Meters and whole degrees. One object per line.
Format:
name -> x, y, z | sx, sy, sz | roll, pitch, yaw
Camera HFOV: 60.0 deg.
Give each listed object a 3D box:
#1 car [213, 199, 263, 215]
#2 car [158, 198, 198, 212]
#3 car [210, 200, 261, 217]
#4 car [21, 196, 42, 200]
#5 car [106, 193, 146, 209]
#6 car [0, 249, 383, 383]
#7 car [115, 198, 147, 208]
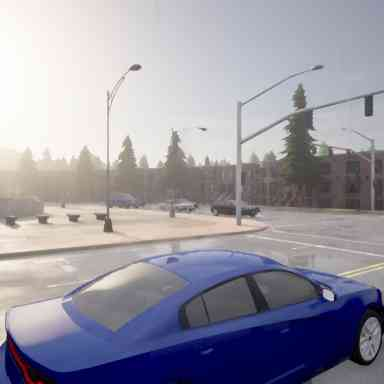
car -> 4.734, 1.547, 35.216 | 2.033, 1.411, 5.357 | 0, 0, -36
car -> -1.827, 1.601, 38.048 | 1.895, 1.301, 4.718 | 0, 0, -39
car -> 3.772, 1.478, 30.569 | 1.882, 1.535, 5.008 | 0, 0, -36
car -> -29.909, 1.505, 60.665 | 4.892, 1.490, 1.837 | 0, 0, 5
car -> -9.472, 1.221, 45.603 | 5.566, 2.045, 2.150 | 0, 0, 36
car -> 0.462, 1.478, 4.126 | 5.008, 1.535, 1.882 | 0, 0, -35
car -> -9.102, 1.601, 49.599 | 4.718, 1.301, 1.895 | 0, 0, 34
